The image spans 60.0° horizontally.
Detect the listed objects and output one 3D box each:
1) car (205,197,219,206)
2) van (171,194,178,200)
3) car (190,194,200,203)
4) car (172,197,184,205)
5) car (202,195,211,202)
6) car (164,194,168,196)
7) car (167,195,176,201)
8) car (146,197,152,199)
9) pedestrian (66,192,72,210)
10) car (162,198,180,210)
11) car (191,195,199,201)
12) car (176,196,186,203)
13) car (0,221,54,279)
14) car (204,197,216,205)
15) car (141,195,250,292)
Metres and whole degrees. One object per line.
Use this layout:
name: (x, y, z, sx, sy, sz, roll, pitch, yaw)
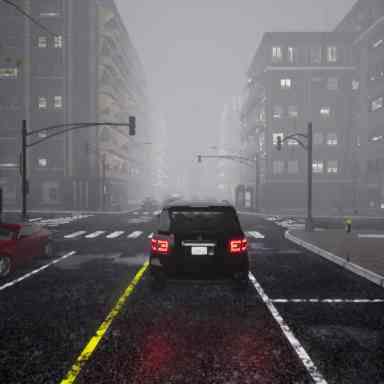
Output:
car: (3.164, 1.549, 53.594, 2.008, 1.369, 4.403, 0, 0, 1)
van: (-4.856, 1.340, 93.145, 1.690, 1.788, 3.998, 0, 0, 1)
car: (0.670, 1.354, 72.899, 2.097, 1.767, 4.553, 0, 0, 1)
car: (-2.512, 1.563, 61.569, 1.994, 1.385, 4.181, 0, 0, 1)
car: (3.369, 1.439, 76.148, 1.967, 1.590, 4.097, 0, 0, 1)
car: (-5.063, 1.314, 70.591, 2.192, 1.841, 5.009, 0, 0, 1)
car: (-4.961, 1.525, 81.698, 1.752, 1.417, 4.829, 0, 0, 1)
car: (-5.319, 1.438, 42.399, 1.967, 1.590, 4.097, 0, 0, 1)
pedestrian: (-12.421, 0.902, 33.456, 0.375, 1.860, 0.375, 0, -1, 0)
car: (-2.703, 1.562, 43.028, 1.994, 1.385, 4.181, 0, 0, 1)
car: (0.744, 1.477, 82.676, 1.882, 1.535, 5.008, 0, 0, 1)
car: (-2.356, 1.522, 71.874, 1.812, 1.442, 4.674, 0, 0, 1)
car: (-5.614, 1.581, 9.989, 1.802, 1.307, 4.206, 0, 0, 1)
car: (3.215, 1.543, 59.232, 1.887, 1.381, 4.507, 0, 0, 1)
car: (0.165, 1.221, 9.075, 2.150, 2.045, 5.566, 0, 0, 1)
